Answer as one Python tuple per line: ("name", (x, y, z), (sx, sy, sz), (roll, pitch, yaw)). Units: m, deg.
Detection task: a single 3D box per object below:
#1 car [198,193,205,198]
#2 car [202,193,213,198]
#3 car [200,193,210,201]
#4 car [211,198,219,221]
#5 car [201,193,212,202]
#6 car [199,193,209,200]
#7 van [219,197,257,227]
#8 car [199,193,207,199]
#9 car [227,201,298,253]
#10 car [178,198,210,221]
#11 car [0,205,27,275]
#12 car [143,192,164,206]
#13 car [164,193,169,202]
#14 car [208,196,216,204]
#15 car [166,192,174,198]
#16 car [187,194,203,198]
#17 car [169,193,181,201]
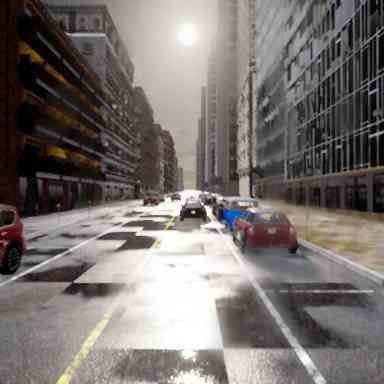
("car", (2.705, 0.871, 92.276), (1.802, 1.307, 4.206), (1, 0, 0))
("car", (2.703, 1.209, 47.067), (1.947, 1.339, 4.313), (1, 0, 0))
("car", (2.704, 1.018, 69.671), (2.008, 1.369, 4.403), (1, 0, 0))
("car", (2.702, 1.383, 24.463), (1.947, 1.339, 4.313), (1, 0, 0))
("car", (2.706, 0.951, 64.019), (1.967, 1.590, 4.097), (1, 0, 0))
("car", (2.705, 0.974, 75.322), (2.008, 1.369, 4.403), (1, 0, 0))
("van", (2.706, 1.200, 18.810), (1.690, 1.788, 3.998), (1, 0, 0))
("car", (2.704, 0.961, 80.973), (1.802, 1.307, 4.206), (1, 0, 0))
("car", (2.704, 1.341, 13.159), (1.967, 1.590, 4.097), (1, 0, 0))
("car", (0.102, 1.373, 25.331), (1.994, 1.385, 4.181), (0, 0, 0))
("car", (-5.674, 1.258, 7.510), (2.192, 1.841, 5.009), (1, 0, 0))
("car", (-5.673, 0.959, 47.068), (2.192, 1.841, 5.009), (1, 0, 0))
("car", (-5.676, 1.121, 58.372), (1.947, 1.339, 4.313), (1, 0, 0))
("car", (2.703, 1.340, 30.114), (1.947, 1.339, 4.313), (1, 0, 0))
("car", (-5.675, 0.861, 86.457), (1.752, 1.417, 4.829), (1, 0, 0))
("car", (0.102, 1.286, 41.716), (1.895, 1.301, 4.718), (0, 0, 0))
("car", (-3.026, 1.016, 63.696), (1.837, 1.490, 4.892), (0, 0, 1))
